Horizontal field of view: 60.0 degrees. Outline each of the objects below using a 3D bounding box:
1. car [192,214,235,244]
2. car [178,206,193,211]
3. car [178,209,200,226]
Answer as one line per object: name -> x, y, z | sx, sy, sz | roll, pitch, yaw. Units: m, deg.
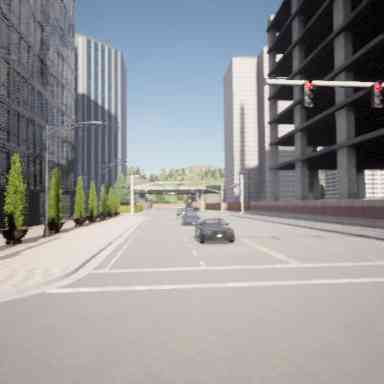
car -> 1.353, 2.325, 20.510 | 1.994, 1.385, 4.181 | 0, -2, -5
car -> -1.483, 3.172, 52.221 | 2.128, 1.511, 4.902 | 0, -2, -5
car -> -0.062, 2.873, 35.848 | 2.033, 1.411, 5.357 | 0, -2, -5
